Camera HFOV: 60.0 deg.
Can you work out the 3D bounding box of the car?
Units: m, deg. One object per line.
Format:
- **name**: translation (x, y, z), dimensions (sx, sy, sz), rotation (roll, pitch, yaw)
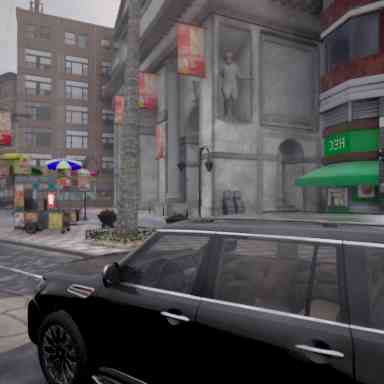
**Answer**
- **car**: translation (0.557, 1.221, 3.495), dimensions (5.566, 2.045, 2.150), rotation (0, 0, 36)
